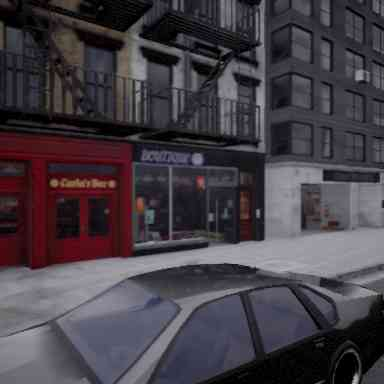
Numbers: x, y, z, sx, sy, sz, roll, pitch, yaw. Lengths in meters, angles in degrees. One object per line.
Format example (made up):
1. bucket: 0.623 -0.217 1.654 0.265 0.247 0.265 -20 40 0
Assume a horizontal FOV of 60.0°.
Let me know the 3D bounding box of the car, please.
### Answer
1. car: 0.006 1.547 3.384 5.357 1.411 2.033 0 0 -36
